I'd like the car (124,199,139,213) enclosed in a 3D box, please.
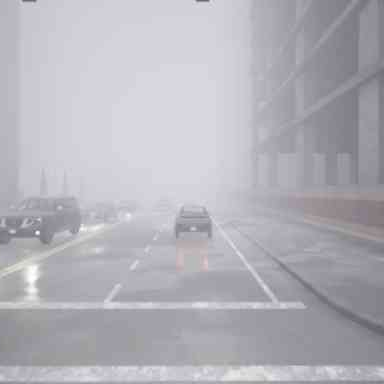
[{"bbox_3d":[-7.078,1.503,36.844,2.033,1.411,5.357,0,0,0],"label":"car"}]

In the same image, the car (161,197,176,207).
[{"bbox_3d":[-3.611,1.473,52.111,2.033,1.411,5.357,0,0,0],"label":"car"}]

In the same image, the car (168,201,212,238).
[{"bbox_3d":[0.062,1.486,17.797,2.128,1.511,4.902,0,0,0],"label":"car"}]

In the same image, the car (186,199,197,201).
[{"bbox_3d":[-0.082,1.543,44.521,1.895,1.301,4.718,0,0,0],"label":"car"}]

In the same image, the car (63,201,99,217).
[{"bbox_3d":[-10.599,1.564,32.214,1.895,1.301,4.718,0,0,0],"label":"car"}]

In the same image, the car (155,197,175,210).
[{"bbox_3d":[-3.590,1.450,42.408,1.837,1.490,4.892,0,0,0],"label":"car"}]

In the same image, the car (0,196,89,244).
[{"bbox_3d":[-7.120,1.217,16.065,2.150,2.045,5.566,0,0,1],"label":"car"}]

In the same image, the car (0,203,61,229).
[{"bbox_3d":[-10.633,1.508,22.358,1.812,1.442,4.674,0,0,0],"label":"car"}]

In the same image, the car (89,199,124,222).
[{"bbox_3d":[-7.129,1.467,26.279,2.128,1.511,4.902,0,0,0],"label":"car"}]
